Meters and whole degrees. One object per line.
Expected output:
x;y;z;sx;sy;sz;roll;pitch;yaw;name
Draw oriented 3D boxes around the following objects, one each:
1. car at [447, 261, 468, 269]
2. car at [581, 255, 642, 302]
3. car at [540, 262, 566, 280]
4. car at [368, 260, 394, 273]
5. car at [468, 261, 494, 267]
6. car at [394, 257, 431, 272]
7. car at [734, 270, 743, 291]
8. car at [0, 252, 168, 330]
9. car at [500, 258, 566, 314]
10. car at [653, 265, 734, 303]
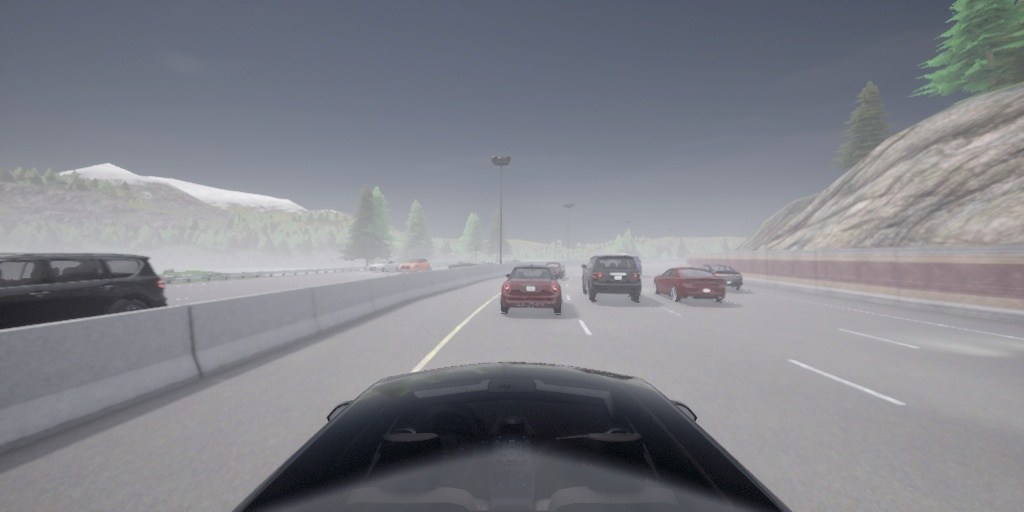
-6.759;1.315;47.797;1.895;1.301;4.718;0;0;18;car
4.641;0.979;17.307;2.150;2.045;5.566;0;0;7;car
3.772;1.276;32.460;1.812;1.442;4.674;0;0;13;car
-15.335;1.217;43.309;1.812;1.442;4.674;0;0;15;car
-3.492;1.325;46.548;1.895;1.301;4.718;0;0;18;car
-11.693;1.053;43.352;2.097;1.767;4.553;0;0;16;car
12.458;1.270;22.332;2.128;1.511;4.902;0;0;9;car
-10.394;0.940;7.258;2.150;2.045;5.566;0;0;3;car
0.809;1.100;13.956;2.097;1.767;4.553;0;0;5;car
8.148;1.246;16.939;1.882;1.535;5.008;0;0;7;car
